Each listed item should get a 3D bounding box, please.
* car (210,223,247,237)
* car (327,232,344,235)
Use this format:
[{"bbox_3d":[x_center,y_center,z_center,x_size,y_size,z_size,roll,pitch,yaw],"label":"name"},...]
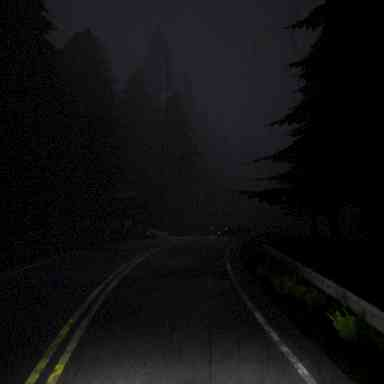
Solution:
[{"bbox_3d":[3.669,3.609,31.396,1.895,1.301,4.718,-4,-9,36],"label":"car"},{"bbox_3d":[18.040,5.638,41.517,5.357,1.411,2.033,10,-11,-43],"label":"car"}]
